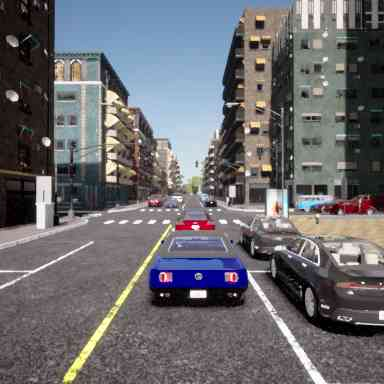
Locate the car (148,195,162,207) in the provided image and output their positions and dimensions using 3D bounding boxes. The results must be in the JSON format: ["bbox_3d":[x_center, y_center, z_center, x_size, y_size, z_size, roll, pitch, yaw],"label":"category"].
[{"bbox_3d":[-5.507,1.334,50.829,2.192,1.841,5.009,1,0,0],"label":"car"}]

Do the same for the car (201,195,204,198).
[{"bbox_3d":[2.888,1.603,56.332,1.802,1.307,4.206,1,0,0],"label":"car"}]

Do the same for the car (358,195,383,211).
[{"bbox_3d":[19.415,1.228,37.487,5.009,1.841,2.192,0,0,1],"label":"car"}]

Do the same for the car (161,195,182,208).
[{"bbox_3d":[-2.940,1.565,48.751,2.033,1.411,5.357,0,0,1],"label":"car"}]

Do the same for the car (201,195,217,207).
[{"bbox_3d":[2.869,1.585,50.761,1.947,1.339,4.313,1,0,0],"label":"car"}]

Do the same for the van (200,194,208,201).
[{"bbox_3d":[2.965,1.373,78.618,1.690,1.788,3.998,1,0,0],"label":"van"}]

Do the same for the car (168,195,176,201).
[{"bbox_3d":[-5.381,1.603,89.826,1.947,1.339,4.313,1,0,0],"label":"car"}]

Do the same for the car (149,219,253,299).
[{"bbox_3d":[0.127,1.603,8.386,1.895,1.301,4.718,0,0,0],"label":"car"}]

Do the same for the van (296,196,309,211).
[{"bbox_3d":[13.888,1.296,37.544,3.998,1.788,1.690,0,0,1],"label":"van"}]

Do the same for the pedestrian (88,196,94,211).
[{"bbox_3d":[-12.393,1.347,40.777,0.375,1.860,0.375,0,0,1],"label":"pedestrian"}]

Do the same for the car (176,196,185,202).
[{"bbox_3d":[-2.739,1.584,78.686,1.994,1.385,4.181,0,0,0],"label":"car"}]

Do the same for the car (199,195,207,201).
[{"bbox_3d":[2.999,1.582,89.758,1.887,1.381,4.507,1,0,0],"label":"car"}]

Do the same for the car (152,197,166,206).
[{"bbox_3d":[-5.492,1.566,56.400,1.887,1.381,4.507,1,0,0],"label":"car"}]

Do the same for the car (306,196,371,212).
[{"bbox_3d":[15.289,1.453,34.946,5.357,1.411,2.033,0,-1,1],"label":"car"}]

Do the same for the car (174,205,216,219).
[{"bbox_3d":[0.152,1.570,17.249,1.994,1.385,4.181,0,0,0],"label":"car"}]

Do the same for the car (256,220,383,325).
[{"bbox_3d":[2.854,1.553,6.998,2.008,1.369,4.403,1,0,0],"label":"car"}]

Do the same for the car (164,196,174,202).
[{"bbox_3d":[-5.418,1.597,78.684,1.947,1.339,4.313,1,0,0],"label":"car"}]

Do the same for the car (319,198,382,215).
[{"bbox_3d":[13.800,1.413,29.163,4.206,1.307,1.802,0,0,1],"label":"car"}]

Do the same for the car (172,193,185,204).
[{"bbox_3d":[-2.845,1.247,63.347,2.150,2.045,5.566,0,0,1],"label":"car"}]

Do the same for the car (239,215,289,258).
[{"bbox_3d":[2.872,1.555,12.568,2.008,1.369,4.403,1,0,0],"label":"car"}]
